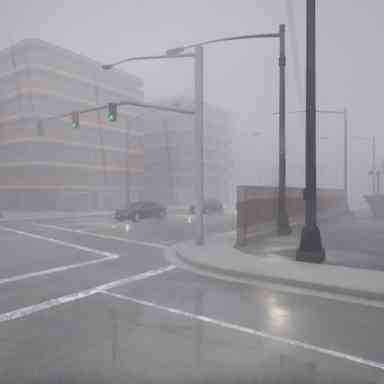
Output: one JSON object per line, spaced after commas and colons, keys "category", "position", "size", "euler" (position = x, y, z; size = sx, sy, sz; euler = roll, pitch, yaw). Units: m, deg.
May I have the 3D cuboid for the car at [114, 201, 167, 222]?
{"category": "car", "position": [-3.966, 1.502, 26.333], "size": [1.837, 1.490, 4.892], "euler": [0, 0, 35]}

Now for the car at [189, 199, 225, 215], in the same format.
{"category": "car", "position": [1.626, 1.503, 34.455], "size": [1.837, 1.490, 4.892], "euler": [0, 0, 35]}
